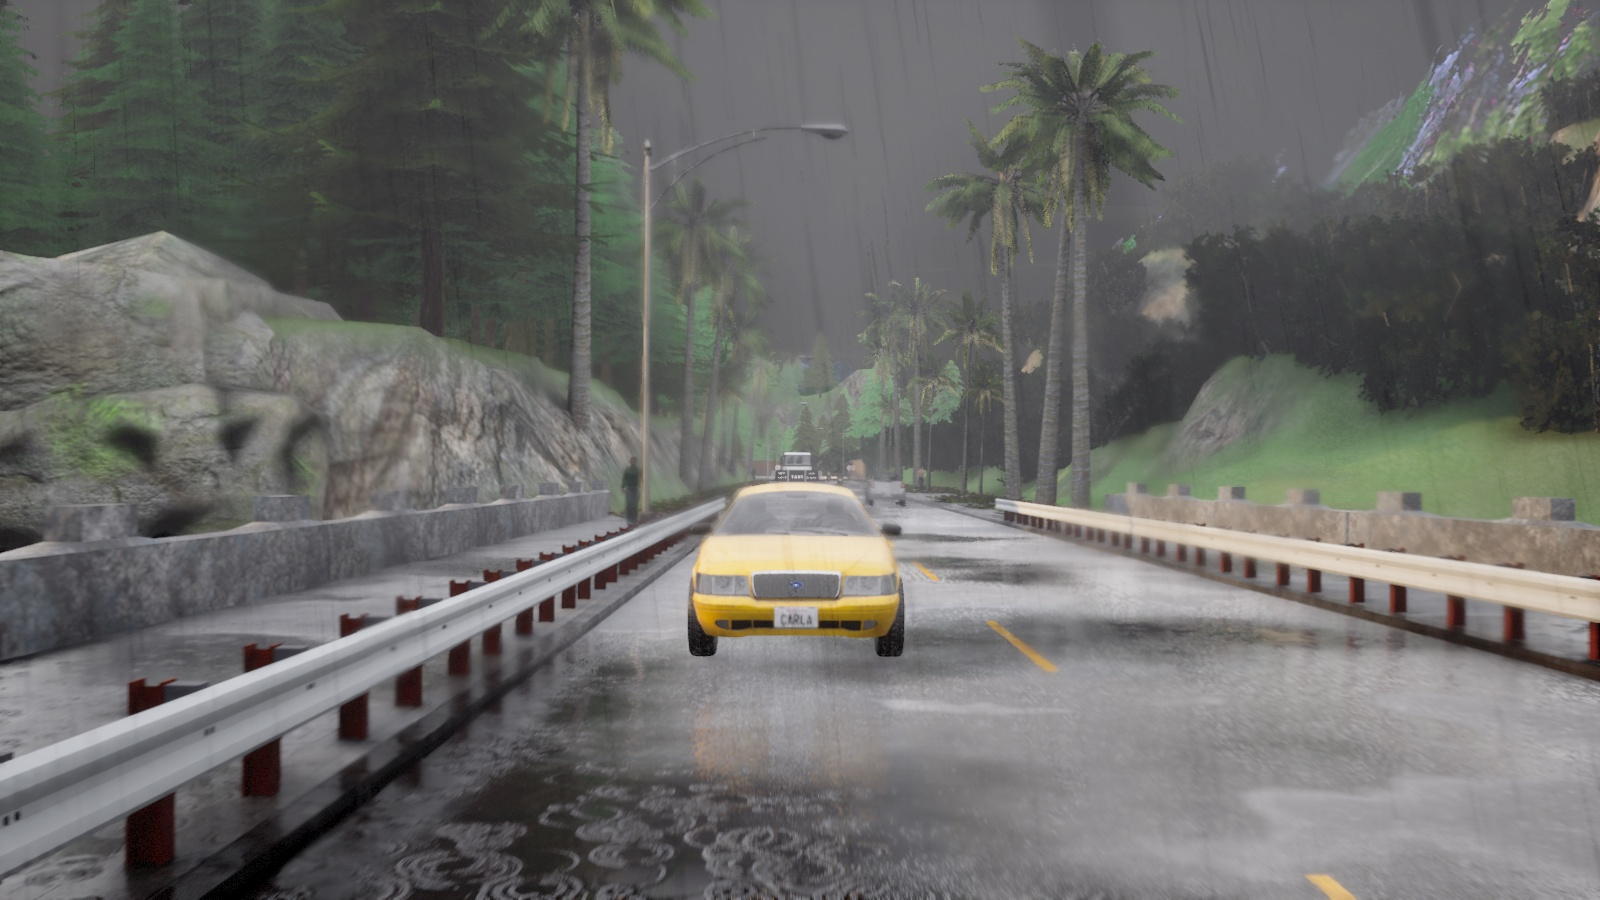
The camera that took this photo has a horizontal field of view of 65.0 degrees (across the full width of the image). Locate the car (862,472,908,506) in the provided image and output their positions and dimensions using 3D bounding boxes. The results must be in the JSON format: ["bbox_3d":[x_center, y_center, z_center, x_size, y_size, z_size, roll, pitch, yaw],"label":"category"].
[{"bbox_3d":[3.878,1.776,57.505,1.845,1.501,3.633,0,-1,0],"label":"car"}]

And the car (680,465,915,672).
[{"bbox_3d":[-0.026,0.963,12.311,1.801,1.575,5.366,0,-1,0],"label":"car"}]

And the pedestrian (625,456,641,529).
[{"bbox_3d":[-4.256,1.079,32.075,0.353,1.847,0.614,0,-1,-3],"label":"pedestrian"}]
